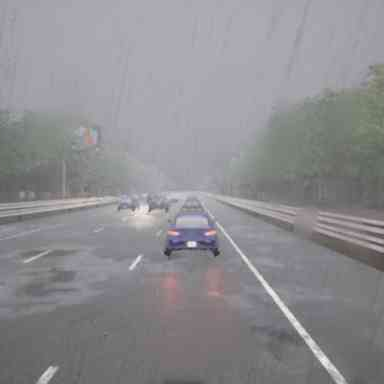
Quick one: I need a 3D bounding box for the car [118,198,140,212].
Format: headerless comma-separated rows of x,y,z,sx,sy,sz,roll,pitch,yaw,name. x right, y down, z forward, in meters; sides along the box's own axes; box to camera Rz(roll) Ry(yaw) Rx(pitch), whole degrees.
-6.973,1.384,36.911,1.812,1.442,4.674,0,0,1,car

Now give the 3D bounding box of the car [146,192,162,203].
-6.935,0.973,61.128,2.150,2.045,5.566,0,0,0,car

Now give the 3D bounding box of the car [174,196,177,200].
-3.438,1.356,60.922,1.895,1.301,4.718,0,0,0,car

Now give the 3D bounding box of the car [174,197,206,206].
0.029,1.391,25.372,2.128,1.511,4.902,0,1,1,car

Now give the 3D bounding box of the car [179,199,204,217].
-0.005,1.427,30.610,2.033,1.411,5.357,0,0,1,car

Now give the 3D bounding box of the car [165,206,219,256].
-0.002,1.468,12.748,1.812,1.442,4.674,0,0,0,car

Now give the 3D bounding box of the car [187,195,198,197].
0.011,1.417,38.555,1.994,1.385,4.181,0,0,1,car

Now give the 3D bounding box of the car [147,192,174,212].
-3.477,1.211,36.425,2.097,1.767,4.553,0,0,0,car
